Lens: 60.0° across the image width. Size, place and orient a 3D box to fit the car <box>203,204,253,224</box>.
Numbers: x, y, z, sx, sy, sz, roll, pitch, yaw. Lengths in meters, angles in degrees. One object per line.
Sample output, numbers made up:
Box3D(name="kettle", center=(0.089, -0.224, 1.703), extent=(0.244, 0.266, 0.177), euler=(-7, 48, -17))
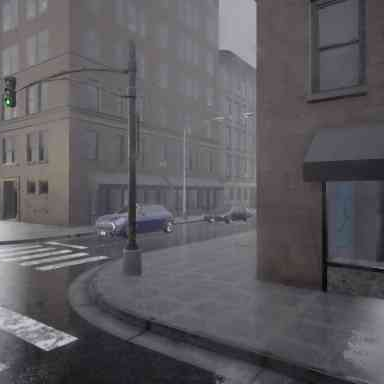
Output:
Box3D(name="car", center=(3.014, 1.685, 26.530), extent=(2.033, 1.411, 5.357), euler=(0, 0, 35))

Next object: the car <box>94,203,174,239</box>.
Box3D(name="car", center=(-3.022, 1.432, 18.029), extent=(2.097, 1.767, 4.553), euler=(0, 0, 35))
